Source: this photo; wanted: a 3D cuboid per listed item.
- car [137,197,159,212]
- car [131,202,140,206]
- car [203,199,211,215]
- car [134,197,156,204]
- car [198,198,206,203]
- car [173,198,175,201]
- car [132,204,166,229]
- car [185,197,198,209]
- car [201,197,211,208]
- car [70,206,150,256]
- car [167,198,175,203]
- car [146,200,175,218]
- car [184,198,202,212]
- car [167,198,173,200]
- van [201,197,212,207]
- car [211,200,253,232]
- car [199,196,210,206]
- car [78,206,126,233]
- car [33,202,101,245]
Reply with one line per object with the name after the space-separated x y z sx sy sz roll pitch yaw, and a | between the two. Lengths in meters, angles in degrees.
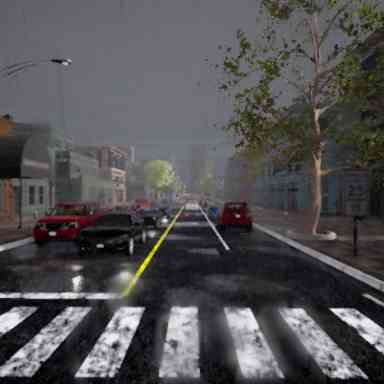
-5.745 1.639 43.849 2.192 1.841 5.009 0 0 0 | car
-5.723 1.770 27.215 1.802 1.307 4.206 0 0 0 | car
2.644 1.870 38.313 2.008 1.369 4.403 0 0 0 | car
-5.739 1.594 38.305 2.192 1.841 5.009 0 0 0 | car
2.580 2.273 88.208 2.008 1.369 4.403 0 0 0 | car
-5.800 2.247 88.197 1.947 1.339 4.313 0 0 0 | car
-3.124 1.771 23.441 1.895 1.301 4.718 0 0 0 | car
-0.063 1.786 54.000 2.097 1.767 4.553 0 0 0 | car
2.622 1.894 54.946 1.967 1.590 4.097 0 0 0 | car
-3.112 1.569 13.762 1.882 1.535 5.008 0 0 0 | car
-5.807 2.277 93.741 2.008 1.369 4.403 0 0 0 | car
-3.118 1.815 33.342 1.994 1.385 4.181 0 0 0 | car
0.046 1.878 43.862 1.812 1.442 4.674 0 0 0 | car
-5.779 2.113 71.566 1.947 1.339 4.313 0 0 0 | car
2.615 1.840 60.490 1.690 1.788 3.998 0 0 0 | van
2.663 1.499 21.684 2.192 1.841 5.009 0 0 0 | car
2.601 1.903 71.578 2.192 1.841 5.009 0 0 0 | car
-5.716 1.688 21.671 1.887 1.381 4.507 0 0 0 | car
-5.710 1.413 16.130 2.192 1.841 5.009 0 0 0 | car
